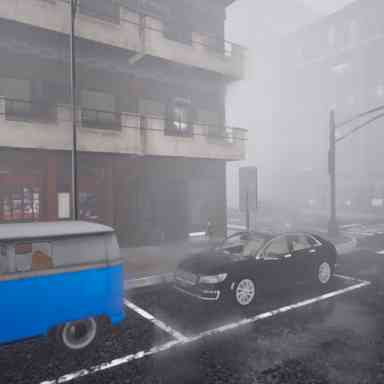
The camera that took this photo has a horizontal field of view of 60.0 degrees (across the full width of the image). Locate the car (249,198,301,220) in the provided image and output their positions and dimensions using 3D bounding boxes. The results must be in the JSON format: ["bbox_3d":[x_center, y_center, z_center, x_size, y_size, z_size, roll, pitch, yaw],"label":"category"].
[{"bbox_3d":[6.595,1.441,27.273,1.837,1.490,4.892,-1,1,-35],"label":"car"}]

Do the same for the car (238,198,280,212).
[{"bbox_3d":[7.312,1.356,36.581,1.887,1.381,4.507,-1,1,-35],"label":"car"}]

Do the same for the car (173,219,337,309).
[{"bbox_3d":[1.623,1.549,7.739,4.403,1.369,2.008,0,-1,-36],"label":"car"}]

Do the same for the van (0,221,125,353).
[{"bbox_3d":[-2.917,1.341,4.496,3.998,1.788,1.690,0,-1,-36],"label":"van"}]

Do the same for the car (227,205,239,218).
[{"bbox_3d":[2.151,1.506,28.916,1.887,1.381,4.507,-1,1,-35],"label":"car"}]
